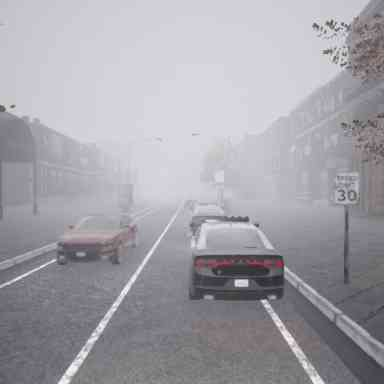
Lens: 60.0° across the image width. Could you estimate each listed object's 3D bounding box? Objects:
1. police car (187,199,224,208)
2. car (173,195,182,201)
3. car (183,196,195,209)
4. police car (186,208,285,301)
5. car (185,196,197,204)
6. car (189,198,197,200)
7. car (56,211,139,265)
[{"bbox_3d":[0.860,1.428,18.537,1.930,1.638,5.238,0,0,0],"label":"police car"},{"bbox_3d":[-3.158,1.308,74.524,1.895,1.301,4.718,0,1,0],"label":"car"},{"bbox_3d":[-0.092,1.470,45.822,1.837,1.490,4.892,0,0,0],"label":"car"},{"bbox_3d":[0.882,1.426,8.537,1.930,1.638,5.238,0,0,0],"label":"police car"},{"bbox_3d":[-0.128,1.412,60.094,2.033,1.411,5.357,0,1,0],"label":"car"},{"bbox_3d":[0.848,1.481,24.427,1.882,1.535,5.008,0,0,0],"label":"car"},{"bbox_3d":[-3.125,1.479,11.856,1.882,1.535,5.008,0,0,0],"label":"car"}]
